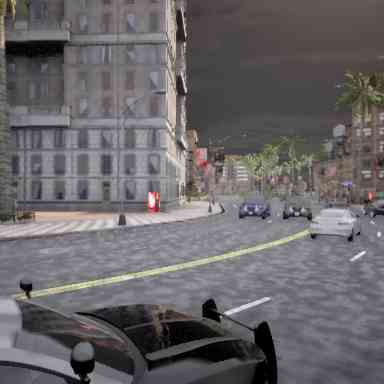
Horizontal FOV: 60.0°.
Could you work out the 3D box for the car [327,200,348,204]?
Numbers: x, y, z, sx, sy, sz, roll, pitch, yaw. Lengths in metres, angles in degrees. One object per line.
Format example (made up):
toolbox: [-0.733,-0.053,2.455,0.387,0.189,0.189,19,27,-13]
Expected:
car: [13.398,1.477,30.723,2.128,1.511,4.902,0,0,14]

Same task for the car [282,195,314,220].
car: [8.888,1.308,27.872,2.150,2.045,5.566,0,0,19]

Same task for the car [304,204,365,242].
car: [7.192,1.524,16.517,1.812,1.442,4.674,0,0,33]

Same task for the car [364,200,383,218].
car: [16.790,1.501,29.861,1.837,1.490,4.892,0,0,14]

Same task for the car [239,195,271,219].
car: [5.583,1.306,29.025,2.150,2.045,5.566,0,0,19]

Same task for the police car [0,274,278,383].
police car: [-1.525,1.422,2.190,5.238,1.638,1.930,0,0,-35]
